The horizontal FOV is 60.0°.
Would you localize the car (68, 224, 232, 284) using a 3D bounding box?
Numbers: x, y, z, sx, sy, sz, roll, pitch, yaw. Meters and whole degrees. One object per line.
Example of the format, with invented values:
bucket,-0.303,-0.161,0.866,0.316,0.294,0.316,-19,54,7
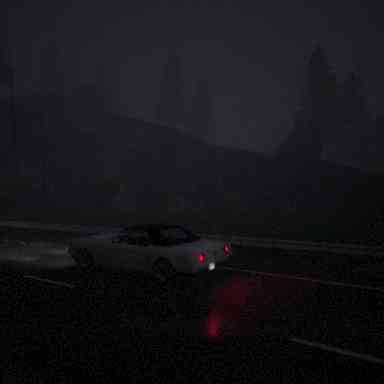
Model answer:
car,-1.365,1.585,9.486,4.718,1.301,1.895,-1,0,33
